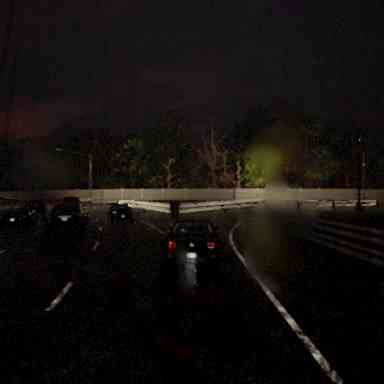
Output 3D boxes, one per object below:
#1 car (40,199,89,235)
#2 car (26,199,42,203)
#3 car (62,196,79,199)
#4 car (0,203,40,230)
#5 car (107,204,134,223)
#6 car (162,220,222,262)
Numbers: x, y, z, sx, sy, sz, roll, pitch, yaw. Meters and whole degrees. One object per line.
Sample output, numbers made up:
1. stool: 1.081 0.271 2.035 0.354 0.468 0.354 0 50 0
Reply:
1. car: -7.325 1.481 19.840 2.097 1.767 4.553 0 0 -14
2. car: -18.365 1.607 39.074 2.097 1.767 4.553 0 0 -27
3. car: -14.292 1.473 38.873 2.150 2.045 5.566 0 -1 -26
4. car: -11.806 1.713 22.758 1.994 1.385 4.181 0 0 -16
5. car: -5.991 1.704 27.693 1.812 1.442 4.674 0 0 -18
6. car: 0.070 1.681 12.475 1.895 1.301 4.718 0 0 2
